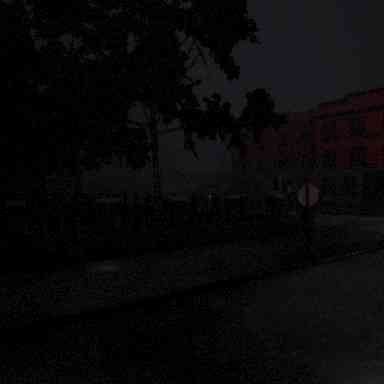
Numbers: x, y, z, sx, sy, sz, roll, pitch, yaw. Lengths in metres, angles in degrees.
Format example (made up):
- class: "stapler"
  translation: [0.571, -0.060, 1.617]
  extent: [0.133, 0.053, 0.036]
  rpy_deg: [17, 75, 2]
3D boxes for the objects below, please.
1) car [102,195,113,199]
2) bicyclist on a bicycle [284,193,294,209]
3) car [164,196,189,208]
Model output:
- class: "car"
  translation: [-13.625, 1.218, 53.576]
  extent: [1.812, 1.442, 4.674]
  rpy_deg: [-1, 1, -36]
- class: "bicyclist on a bicycle"
  translation: [10.090, 0.910, 34.635]
  extent: [1.656, 1.620, 0.582]
  rpy_deg: [-1, 1, -36]
- class: "car"
  translation: [-2.123, 1.183, 37.300]
  extent: [2.128, 1.511, 4.902]
  rpy_deg: [-1, 1, -35]
